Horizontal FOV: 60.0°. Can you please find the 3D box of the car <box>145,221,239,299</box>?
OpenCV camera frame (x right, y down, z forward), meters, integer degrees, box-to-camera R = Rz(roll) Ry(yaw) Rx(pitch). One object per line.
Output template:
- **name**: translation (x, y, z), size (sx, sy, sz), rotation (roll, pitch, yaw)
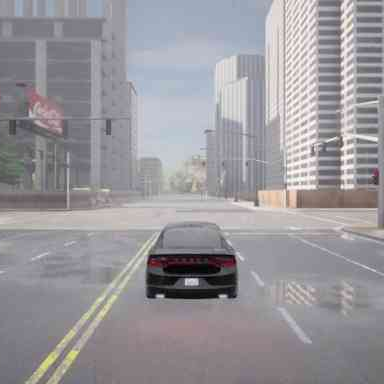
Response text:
- **car**: translation (0.001, 1.478, 8.499), size (1.882, 1.535, 5.008), rotation (0, 0, 0)
